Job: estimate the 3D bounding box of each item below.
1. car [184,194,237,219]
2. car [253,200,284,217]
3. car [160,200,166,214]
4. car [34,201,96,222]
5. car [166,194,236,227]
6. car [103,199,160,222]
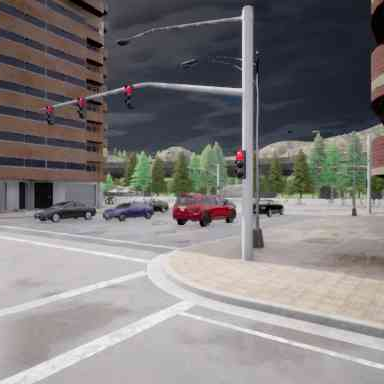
[{"bbox_3d":[1.858,1.221,30.321,2.150,2.045,5.566,0,0,36],"label":"car"},{"bbox_3d":[7.158,1.478,31.701,1.882,1.535,5.008,0,0,36],"label":"car"},{"bbox_3d":[-4.426,1.491,33.830,2.128,1.511,4.902,0,0,36],"label":"car"},{"bbox_3d":[-9.907,1.505,26.288,1.837,1.490,4.892,0,0,36],"label":"car"},{"bbox_3d":[0.969,1.218,23.096,2.150,2.045,5.566,0,0,36],"label":"car"},{"bbox_3d":[-5.048,1.526,27.030,1.812,1.442,4.674,0,0,36],"label":"car"}]
